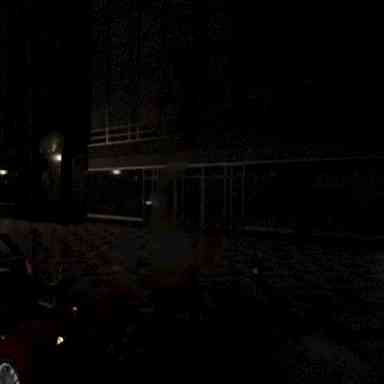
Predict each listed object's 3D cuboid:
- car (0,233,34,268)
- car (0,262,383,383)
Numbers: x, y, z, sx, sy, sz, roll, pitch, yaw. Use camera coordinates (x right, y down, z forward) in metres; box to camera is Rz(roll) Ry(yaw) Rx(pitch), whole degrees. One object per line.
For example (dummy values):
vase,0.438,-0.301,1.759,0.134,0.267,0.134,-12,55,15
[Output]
car,-4.768,1.393,6.345,4.097,1.590,1.967,0,0,35
car,-0.175,1.570,3.080,4.206,1.307,1.802,0,0,35
